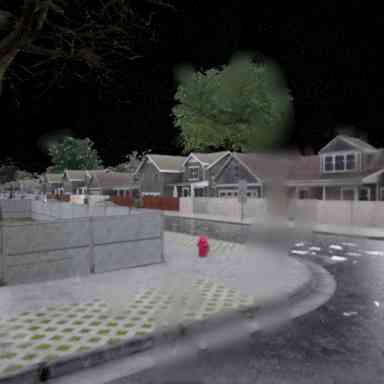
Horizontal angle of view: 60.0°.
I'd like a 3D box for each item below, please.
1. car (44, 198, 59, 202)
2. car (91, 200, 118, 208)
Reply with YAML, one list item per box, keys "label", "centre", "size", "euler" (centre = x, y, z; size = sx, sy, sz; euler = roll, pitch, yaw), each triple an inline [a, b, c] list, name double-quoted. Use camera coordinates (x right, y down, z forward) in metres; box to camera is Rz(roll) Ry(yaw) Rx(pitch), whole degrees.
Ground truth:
- label: "car"
  centre: [-19.572, 1.588, 46.260]
  size: [2.033, 1.411, 5.357]
  euler: [0, 0, -36]
- label: "car"
  centre: [-10.096, 1.595, 37.938]
  size: [1.994, 1.385, 4.181]
  euler: [0, 0, -36]
